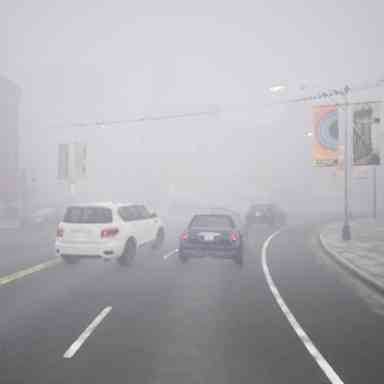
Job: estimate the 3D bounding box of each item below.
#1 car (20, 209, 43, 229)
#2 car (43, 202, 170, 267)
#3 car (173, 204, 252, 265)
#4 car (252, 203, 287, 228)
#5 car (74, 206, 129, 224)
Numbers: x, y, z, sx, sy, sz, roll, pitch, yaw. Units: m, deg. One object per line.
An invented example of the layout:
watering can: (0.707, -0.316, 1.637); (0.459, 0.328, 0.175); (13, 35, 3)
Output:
car: (-9.917, 1.779, 23.749); (2.002, 1.452, 4.674); (0, -1, 20)
car: (-2.688, 1.359, 12.204); (2.150, 2.045, 5.566); (0, 0, 11)
car: (0.991, 1.488, 12.483); (2.097, 1.767, 4.553); (0, -1, 12)
car: (5.637, 1.623, 24.940); (2.097, 1.767, 4.553); (0, -1, 30)
car: (-7.756, 1.912, 29.056); (1.895, 1.301, 4.718); (0, -1, 30)
